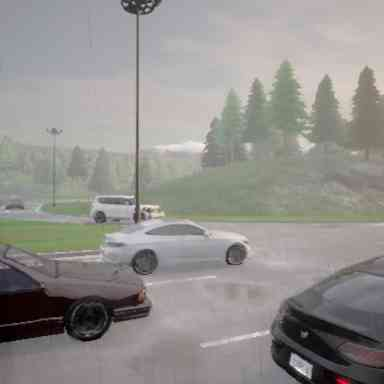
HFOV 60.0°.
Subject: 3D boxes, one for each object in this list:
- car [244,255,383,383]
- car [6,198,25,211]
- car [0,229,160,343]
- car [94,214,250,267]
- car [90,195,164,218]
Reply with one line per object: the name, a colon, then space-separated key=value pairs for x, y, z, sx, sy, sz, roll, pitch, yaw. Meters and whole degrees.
car: x=3.174 y=1.539 z=4.193 sx=4.674 sy=1.442 sz=1.812 roll=0 pitch=0 yaw=-24
car: x=-22.897 y=1.577 z=43.203 sx=1.837 sy=1.490 sz=4.892 roll=0 pitch=0 yaw=-25
car: x=-3.405 y=1.555 z=5.124 sx=5.357 sy=1.411 sz=2.033 roll=0 pitch=0 yaw=-24
car: x=-0.440 y=1.549 z=10.251 sx=4.674 sy=1.442 sz=1.812 roll=0 pitch=0 yaw=-24
car: x=-4.766 y=1.272 z=24.105 sx=5.566 sy=2.045 sz=2.150 roll=0 pitch=0 yaw=24
